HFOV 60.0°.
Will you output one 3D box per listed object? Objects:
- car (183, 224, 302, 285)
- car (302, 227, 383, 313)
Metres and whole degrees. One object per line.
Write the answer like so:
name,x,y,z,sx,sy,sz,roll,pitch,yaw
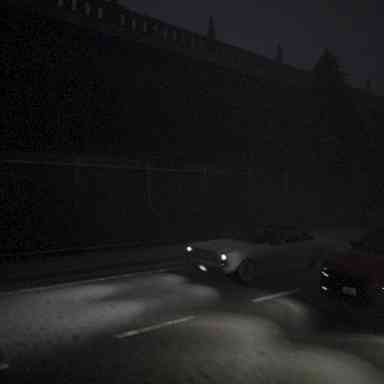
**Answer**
car,2.091,1.651,9.766,4.718,1.301,1.895,0,0,-35
car,4.884,1.534,7.475,5.008,1.535,1.882,0,0,-35
